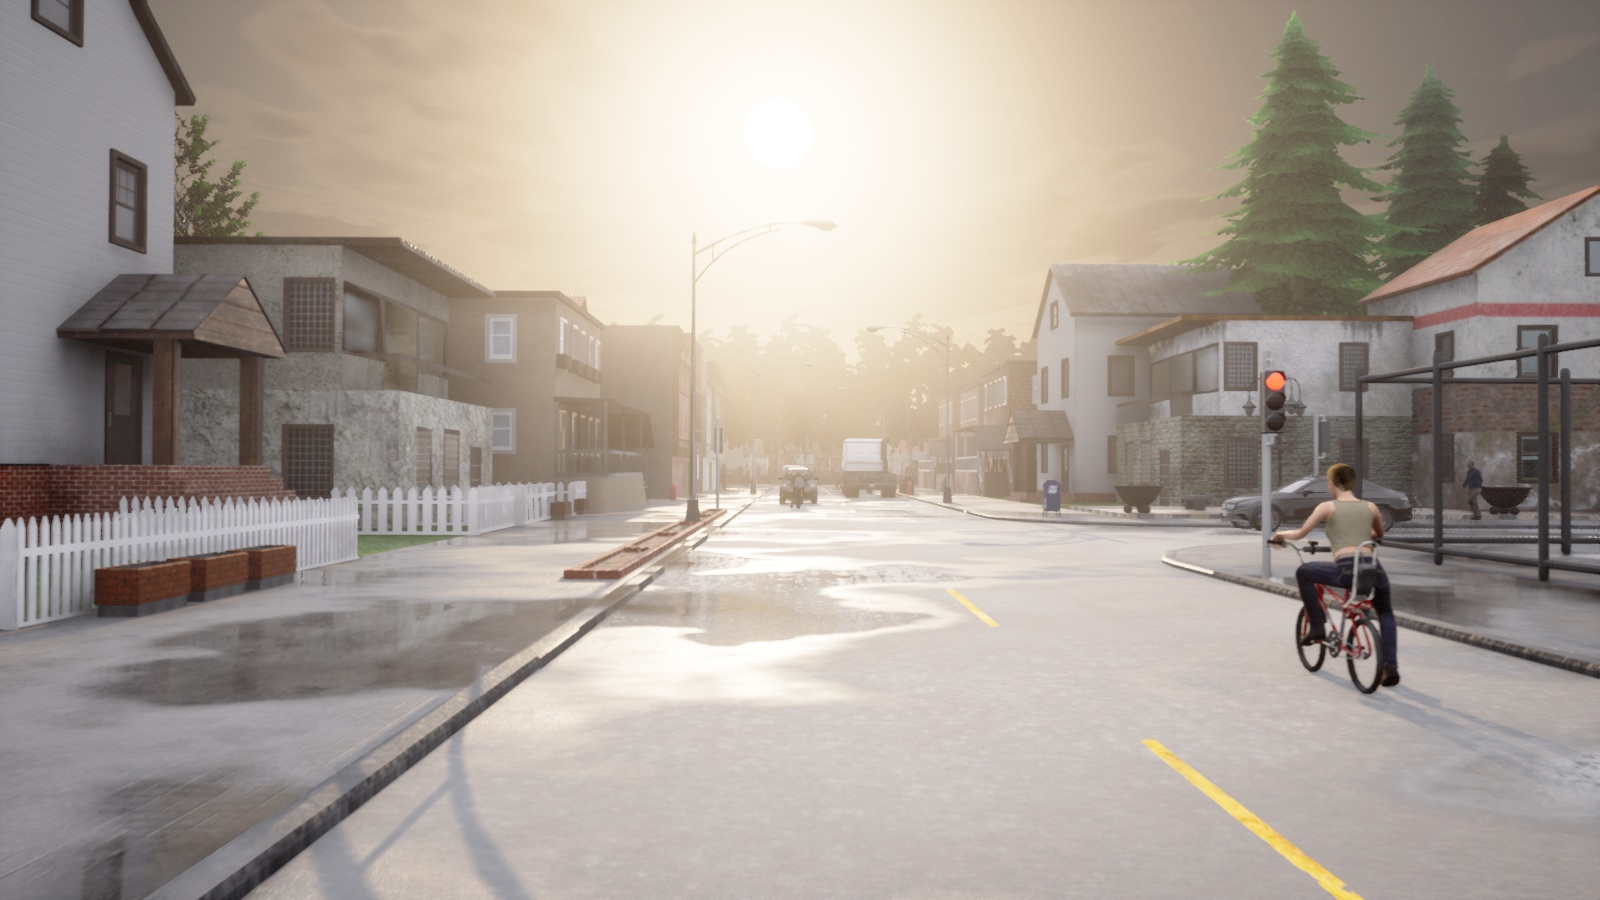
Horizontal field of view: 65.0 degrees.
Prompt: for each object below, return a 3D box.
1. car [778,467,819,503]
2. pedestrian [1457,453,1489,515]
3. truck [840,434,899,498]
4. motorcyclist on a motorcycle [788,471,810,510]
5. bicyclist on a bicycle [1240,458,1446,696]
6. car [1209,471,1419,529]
[{"bbox_3d":[-0.064,1.592,57.978,1.851,1.617,3.988,0,-1,0],"label":"car"},{"bbox_3d":[20.064,1.010,37.459,0.726,1.842,0.402,0,-1,-10],"label":"pedestrian"},{"bbox_3d":[3.916,0.915,72.317,2.891,3.462,7.936,0,-1,0],"label":"truck"},{"bbox_3d":[-0.053,1.617,50.580,0.866,1.530,2.191,0,-1,0],"label":"motorcyclist on a motorcycle"},{"bbox_3d":[3.954,0.874,9.292,0.866,1.612,1.509,0,-1,1],"label":"bicyclist on a bicycle"},{"bbox_3d":[13.234,1.279,32.496,4.674,1.442,1.812,0,-1,0],"label":"car"}]
